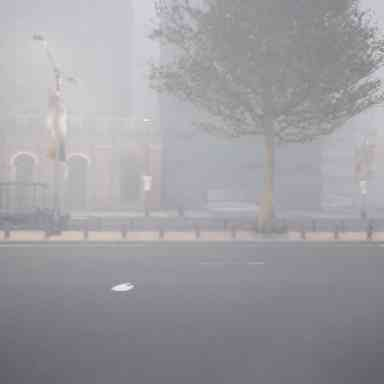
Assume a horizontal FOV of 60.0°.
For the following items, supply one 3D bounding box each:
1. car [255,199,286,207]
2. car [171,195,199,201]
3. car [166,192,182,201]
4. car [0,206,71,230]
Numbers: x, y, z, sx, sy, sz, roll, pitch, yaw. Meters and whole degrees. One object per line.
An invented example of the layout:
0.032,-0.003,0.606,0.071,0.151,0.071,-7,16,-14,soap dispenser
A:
11.596,1.531,48.438,4.674,1.452,2.002,1,0,-6,car
-0.147,1.444,43.159,4.786,1.482,2.161,1,0,-6,car
-3.466,1.033,73.077,5.566,2.045,2.435,1,0,-6,car
-9.705,1.471,19.420,4.718,1.301,1.895,1,0,-5,car
